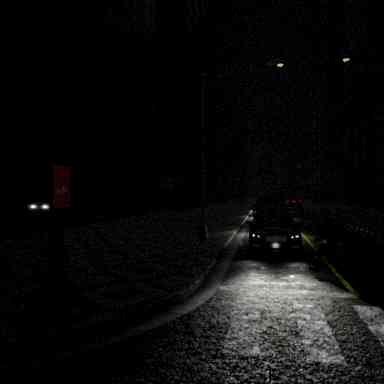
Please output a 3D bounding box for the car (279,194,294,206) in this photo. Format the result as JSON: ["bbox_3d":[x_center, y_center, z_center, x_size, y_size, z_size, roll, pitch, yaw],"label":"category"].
[{"bbox_3d":[16.479,1.313,58.253,2.150,2.045,5.566,0,0,13],"label":"car"}]

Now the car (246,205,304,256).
[{"bbox_3d":[3.290,1.503,13.381,2.128,1.511,4.902,0,0,12],"label":"car"}]

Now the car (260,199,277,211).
[{"bbox_3d":[9.779,1.620,42.516,1.994,1.385,4.181,0,0,13],"label":"car"}]

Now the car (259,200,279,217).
[{"bbox_3d":[7.578,1.562,32.733,1.812,1.442,4.674,0,0,12],"label":"car"}]

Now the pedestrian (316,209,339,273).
[{"bbox_3d":[3.673,1.301,9.037,0.375,1.860,0.375,1,-1,12],"label":"pedestrian"}]

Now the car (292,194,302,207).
[{"bbox_3d":[13.542,1.284,44.936,2.150,2.045,5.566,0,0,13],"label":"car"}]

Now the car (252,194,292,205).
[{"bbox_3d":[5.418,1.244,23.004,2.150,2.045,5.566,0,0,13],"label":"car"}]
